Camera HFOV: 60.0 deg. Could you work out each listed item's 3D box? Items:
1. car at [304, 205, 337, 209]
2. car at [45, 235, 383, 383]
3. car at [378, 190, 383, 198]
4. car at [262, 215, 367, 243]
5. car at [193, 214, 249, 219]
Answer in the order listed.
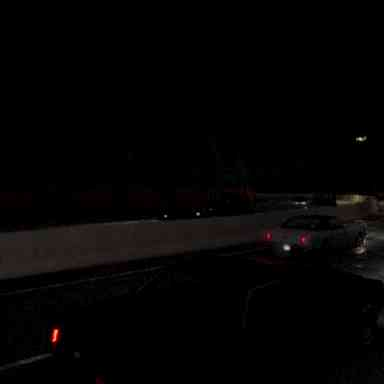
[{"bbox_3d":[12.216,1.360,31.288,2.033,1.411,5.357,0,0,37],"label":"car"},{"bbox_3d":[0.733,1.583,4.506,4.718,1.301,1.895,-1,0,-38],"label":"car"},{"bbox_3d":[45.100,0.488,77.635,2.150,2.045,5.566,0,0,4],"label":"car"},{"bbox_3d":[4.763,1.528,12.459,4.718,1.301,1.895,-1,0,-42],"label":"car"},{"bbox_3d":[2.311,1.132,24.966,2.150,2.045,5.566,0,0,43],"label":"car"}]
